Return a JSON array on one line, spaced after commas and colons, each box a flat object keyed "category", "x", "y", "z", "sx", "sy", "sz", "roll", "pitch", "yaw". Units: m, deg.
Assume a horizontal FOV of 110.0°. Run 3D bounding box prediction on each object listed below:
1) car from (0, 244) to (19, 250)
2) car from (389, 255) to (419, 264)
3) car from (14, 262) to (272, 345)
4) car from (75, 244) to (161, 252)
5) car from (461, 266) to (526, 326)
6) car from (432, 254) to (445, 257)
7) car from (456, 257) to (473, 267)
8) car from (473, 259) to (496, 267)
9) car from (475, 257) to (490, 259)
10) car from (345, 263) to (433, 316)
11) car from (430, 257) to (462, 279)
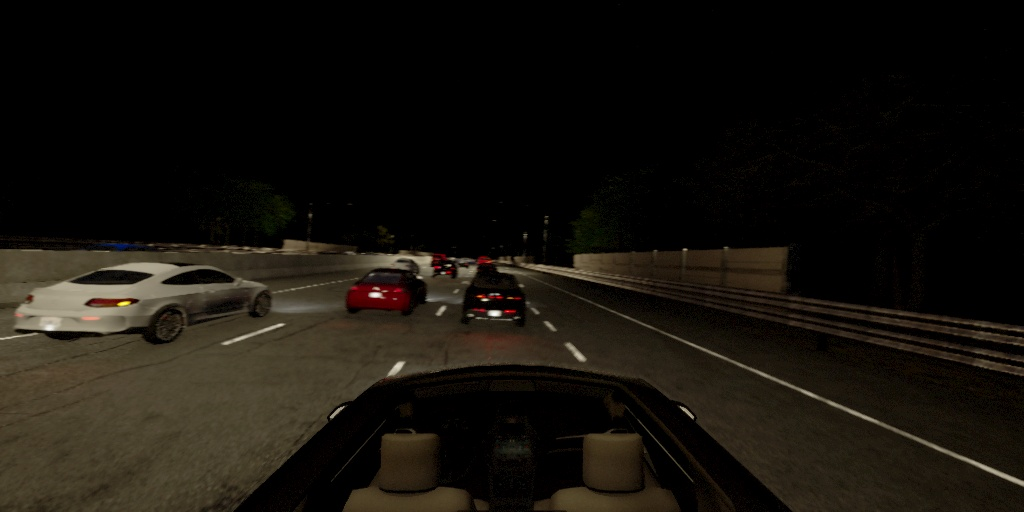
[{"category": "car", "x": -25.620, "y": -0.195, "z": 16.309, "sx": 1.994, "sy": 1.385, "sz": 4.181, "roll": 4, "pitch": 0, "yaw": -4}, {"category": "car", "x": -9.236, "y": 0.929, "z": 31.153, "sx": 1.812, "sy": 1.442, "sz": 4.674, "roll": 4, "pitch": -1, "yaw": -5}, {"category": "car", "x": -7.315, "y": 0.858, "z": 7.845, "sx": 1.812, "sy": 1.442, "sz": 4.674, "roll": 4, "pitch": 0, "yaw": -5}, {"category": "car", "x": -18.650, "y": 0.162, "z": 16.841, "sx": 1.882, "sy": 1.535, "sz": 5.008, "roll": 4, "pitch": 0, "yaw": -5}, {"category": "car", "x": -0.647, "y": 1.291, "z": 12.008, "sx": 1.837, "sy": 1.490, "sz": 4.892, "roll": 4, "pitch": 0, "yaw": -5}, {"category": "car", "x": -11.206, "y": 0.764, "z": 55.191, "sx": 2.150, "sy": 2.045, "sz": 5.566, "roll": 4, "pitch": -1, "yaw": -5}, {"category": "car", "x": -8.067, "y": 1.341, "z": 59.402, "sx": 2.033, "sy": 1.411, "sz": 5.357, "roll": 4, "pitch": -1, "yaw": -5}, {"category": "car", "x": -2.270, "y": 1.325, "z": 31.739, "sx": 1.882, "sy": 1.535, "sz": 5.008, "roll": 4, "pitch": -1, "yaw": -5}, {"category": "car", "x": -4.734, "y": 1.254, "z": 61.746, "sx": 2.150, "sy": 2.045, "sz": 5.566, "roll": 4, "pitch": -1, "yaw": -5}, {"category": "car", "x": -4.205, "y": 1.128, "z": 12.605, "sx": 1.994, "sy": 1.385, "sz": 4.181, "roll": 4, "pitch": 0, "yaw": -5}, {"category": "car", "x": -5.754, "y": 1.131, "z": 31.444, "sx": 1.837, "sy": 1.490, "sz": 4.892, "roll": 4, "pitch": -1, "yaw": -5}]
